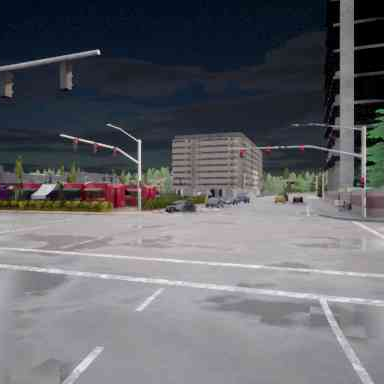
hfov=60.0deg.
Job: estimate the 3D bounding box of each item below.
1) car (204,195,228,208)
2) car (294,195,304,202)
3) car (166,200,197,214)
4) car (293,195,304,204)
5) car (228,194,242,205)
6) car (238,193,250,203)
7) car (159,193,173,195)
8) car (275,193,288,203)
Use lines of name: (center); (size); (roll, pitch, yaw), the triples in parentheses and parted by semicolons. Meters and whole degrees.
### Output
car: (3.305, 1.506, 47.126); (1.837, 1.490, 4.892); (0, 0, 19)
car: (24.818, 1.525, 77.347); (2.128, 1.511, 4.902); (0, 0, 19)
car: (-1.081, 1.565, 35.151); (1.994, 1.385, 4.181); (0, 0, 26)
car: (21.191, 1.478, 66.414); (1.882, 1.535, 5.008); (0, 0, 19)
car: (6.707, 1.492, 57.046); (2.128, 1.511, 4.902); (0, 0, 19)
car: (10.202, 1.221, 67.083); (2.150, 2.045, 5.566); (0, 0, 20)
car: (-7.884, 1.209, 81.479); (4.605, 1.855, 1.932); (0, 0, 19)
car: (18.304, 1.478, 69.013); (1.882, 1.535, 5.008); (0, 0, 19)
